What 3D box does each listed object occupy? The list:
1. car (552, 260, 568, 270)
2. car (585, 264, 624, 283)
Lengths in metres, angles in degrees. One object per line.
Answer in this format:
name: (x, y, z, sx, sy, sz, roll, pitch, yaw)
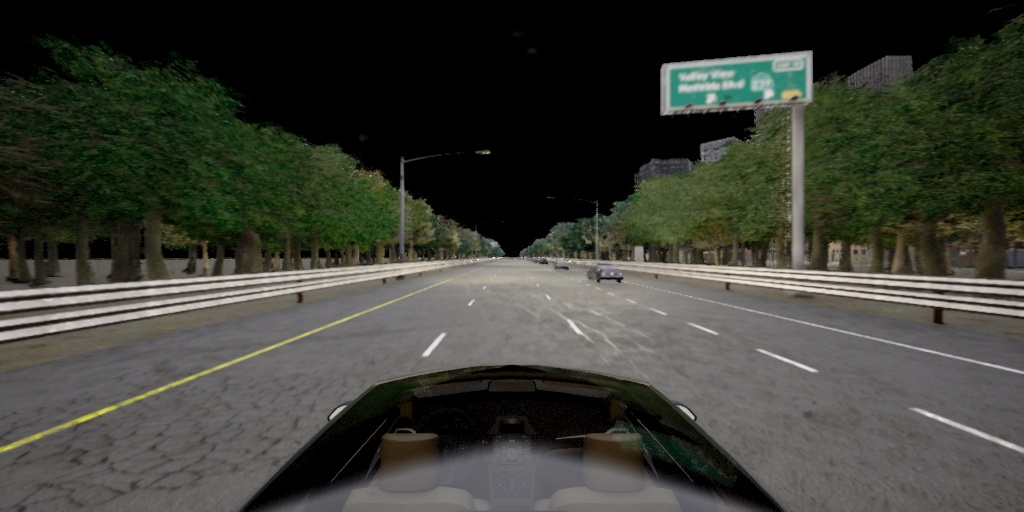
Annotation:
car: (7.043, 1.312, 52.620, 2.033, 1.411, 5.357, 0, 0, 0)
car: (7.023, 1.304, 27.663, 2.033, 1.411, 5.357, 0, 0, 0)
